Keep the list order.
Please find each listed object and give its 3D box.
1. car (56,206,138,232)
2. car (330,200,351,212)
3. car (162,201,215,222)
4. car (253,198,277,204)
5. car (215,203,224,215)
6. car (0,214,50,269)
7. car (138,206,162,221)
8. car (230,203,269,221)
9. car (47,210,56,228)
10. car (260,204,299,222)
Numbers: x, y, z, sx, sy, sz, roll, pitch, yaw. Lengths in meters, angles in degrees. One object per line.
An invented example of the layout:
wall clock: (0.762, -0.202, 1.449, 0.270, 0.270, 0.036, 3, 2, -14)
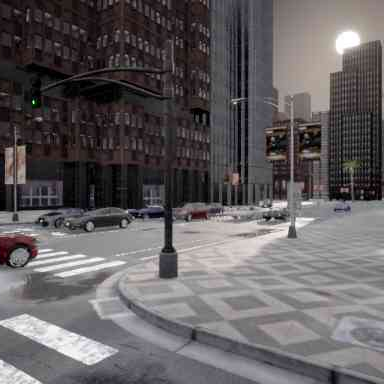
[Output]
car: (-6.158, 1.740, 22.173, 1.837, 1.490, 4.892, 0, -1, 35)
car: (24.282, 2.429, 53.641, 2.033, 1.411, 5.357, 0, -1, 34)
car: (-0.210, 1.736, 30.585, 2.097, 1.767, 4.553, 0, -1, 35)
car: (11.088, 1.703, 52.048, 2.097, 1.767, 4.553, 0, -1, 35)
car: (1.993, 2.008, 39.332, 1.837, 1.490, 4.892, 0, -1, 35)
car: (-6.965, 1.566, 9.422, 1.882, 1.535, 5.008, 0, -1, 35)
car: (-3.879, 1.956, 31.037, 1.895, 1.301, 4.718, 0, -1, 35)
car: (5.699, 2.068, 32.978, 1.895, 1.301, 4.718, 0, -1, 35)
car: (-8.928, 1.792, 23.882, 1.994, 1.385, 4.181, 0, -1, 35)
car: (8.439, 2.075, 31.225, 1.895, 1.301, 4.718, 0, -1, 35)
